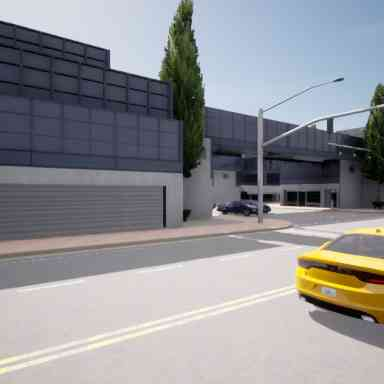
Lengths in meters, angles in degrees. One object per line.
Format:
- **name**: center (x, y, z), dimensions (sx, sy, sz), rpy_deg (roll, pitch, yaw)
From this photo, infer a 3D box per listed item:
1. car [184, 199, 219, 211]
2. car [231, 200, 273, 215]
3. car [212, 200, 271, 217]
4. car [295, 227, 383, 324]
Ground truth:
- **car**: center (1.135, 1.601, 42.658), dimensions (1.895, 1.301, 4.718), rpy_deg (0, 0, -37)
- **car**: center (6.397, 1.564, 35.640), dimensions (1.994, 1.385, 4.181), rpy_deg (0, 0, -37)
- **car**: center (4.675, 1.547, 32.105), dimensions (2.033, 1.411, 5.357), rpy_deg (0, 0, -37)
- **car**: center (4.252, 1.478, 6.880), dimensions (5.008, 1.535, 1.882), rpy_deg (0, 0, -36)
